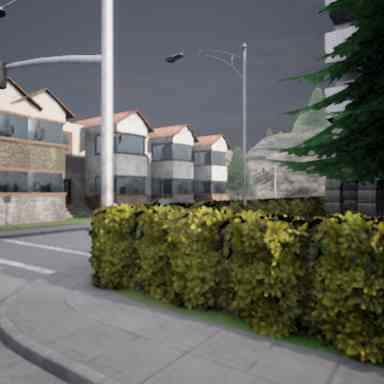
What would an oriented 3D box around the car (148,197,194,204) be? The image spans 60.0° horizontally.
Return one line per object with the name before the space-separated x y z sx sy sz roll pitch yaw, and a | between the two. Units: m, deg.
car | -1.776 1.382 23.776 2.150 2.045 5.566 0 0 35
